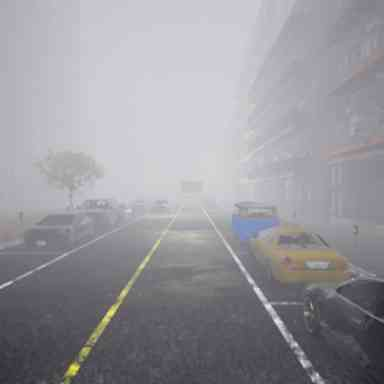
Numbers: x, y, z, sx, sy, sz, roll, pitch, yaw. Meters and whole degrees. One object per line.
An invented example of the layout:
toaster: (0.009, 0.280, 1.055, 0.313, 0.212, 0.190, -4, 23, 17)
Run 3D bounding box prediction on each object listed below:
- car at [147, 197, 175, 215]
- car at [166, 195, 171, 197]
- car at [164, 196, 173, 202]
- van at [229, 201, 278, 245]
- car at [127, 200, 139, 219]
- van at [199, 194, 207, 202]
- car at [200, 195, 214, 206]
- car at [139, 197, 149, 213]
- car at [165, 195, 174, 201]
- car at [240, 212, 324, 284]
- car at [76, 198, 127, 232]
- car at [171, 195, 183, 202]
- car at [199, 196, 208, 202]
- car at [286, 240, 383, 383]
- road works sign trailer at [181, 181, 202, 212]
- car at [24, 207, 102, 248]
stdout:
car: (-3.118, 1.517, 34.168, 1.837, 1.490, 4.892, 0, 0, 0)
car: (-5.740, 1.481, 64.472, 1.967, 1.590, 4.097, 0, 0, 0)
car: (-5.751, 1.618, 81.040, 2.008, 1.369, 4.403, 0, 0, 0)
van: (2.676, 1.342, 14.772, 1.690, 1.788, 3.998, 0, 0, 0)
car: (-5.712, 1.557, 25.812, 2.008, 1.369, 4.403, 0, 0, 0)
van: (2.629, 1.409, 81.045, 1.690, 1.788, 3.998, 0, 0, 0)
car: (2.649, 1.578, 53.431, 2.008, 1.369, 4.403, 0, 0, 0)
car: (-5.720, 1.564, 36.857, 2.008, 1.369, 4.403, 0, 0, 0)
car: (-5.755, 1.517, 86.563, 1.967, 1.590, 4.097, 0, 0, 0)
car: (2.680, 1.525, 9.418, 1.752, 1.417, 4.829, 0, 0, 0)
car: (-5.709, 1.318, 20.288, 2.192, 1.841, 5.009, 0, 0, 0)
car: (-3.054, 1.583, 74.843, 1.895, 1.301, 4.718, 0, 0, 0)
car: (2.634, 1.603, 75.522, 1.887, 1.381, 4.507, 0, 0, 0)
car: (2.684, 1.566, 3.726, 1.947, 1.339, 4.313, 0, 0, 0)
road works sign trailer: (-0.028, 0.479, 38.760, 2.380, 3.560, 2.880, 0, 0, 0)
car: (-5.704, 1.567, 14.766, 1.947, 1.339, 4.313, 0, 0, 0)
